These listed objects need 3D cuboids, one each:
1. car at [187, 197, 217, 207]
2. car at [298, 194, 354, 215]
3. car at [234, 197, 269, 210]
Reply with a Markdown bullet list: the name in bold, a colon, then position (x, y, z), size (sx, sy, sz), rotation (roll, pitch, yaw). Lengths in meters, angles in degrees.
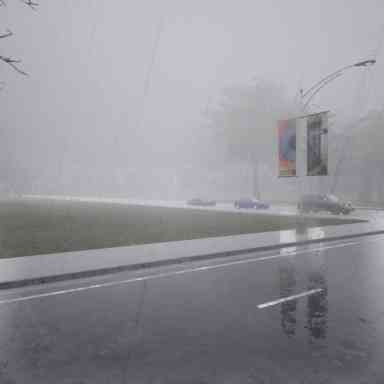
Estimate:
- **car**: position (1.424, 1.483, 50.583), size (2.033, 1.411, 5.357), rotation (0, 0, -36)
- **car**: position (13.524, 1.224, 34.007), size (2.150, 2.045, 5.566), rotation (0, 0, -36)
- **car**: position (7.510, 1.444, 42.239), size (1.882, 1.535, 5.008), rotation (0, 0, -36)
